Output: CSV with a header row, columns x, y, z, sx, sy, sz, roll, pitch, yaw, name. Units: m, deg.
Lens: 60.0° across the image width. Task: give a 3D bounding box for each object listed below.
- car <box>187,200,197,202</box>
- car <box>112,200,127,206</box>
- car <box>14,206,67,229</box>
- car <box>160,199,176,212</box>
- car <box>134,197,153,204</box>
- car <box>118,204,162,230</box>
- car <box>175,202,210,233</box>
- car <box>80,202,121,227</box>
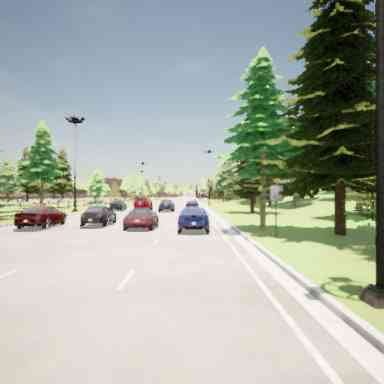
x,y,z,sx,sy,sz,roll,pitch,yaw,name
0.051,1.915,46.493,1.882,1.535,5.008,0,0,1,car
-10.444,1.951,47.106,1.837,1.490,4.892,0,0,0,car
-10.400,1.698,23.258,1.882,1.535,5.008,0,-1,0,car
-3.450,1.789,46.523,2.097,1.767,4.553,0,-1,1,car
-6.943,1.670,47.478,2.150,2.045,5.566,0,0,1,car
-3.400,1.778,22.633,1.994,1.385,4.181,0,-1,0,car
0.100,1.680,21.439,1.882,1.535,5.008,0,-1,0,car
-6.914,1.761,24.875,1.812,1.442,4.674,0,-1,0,car
